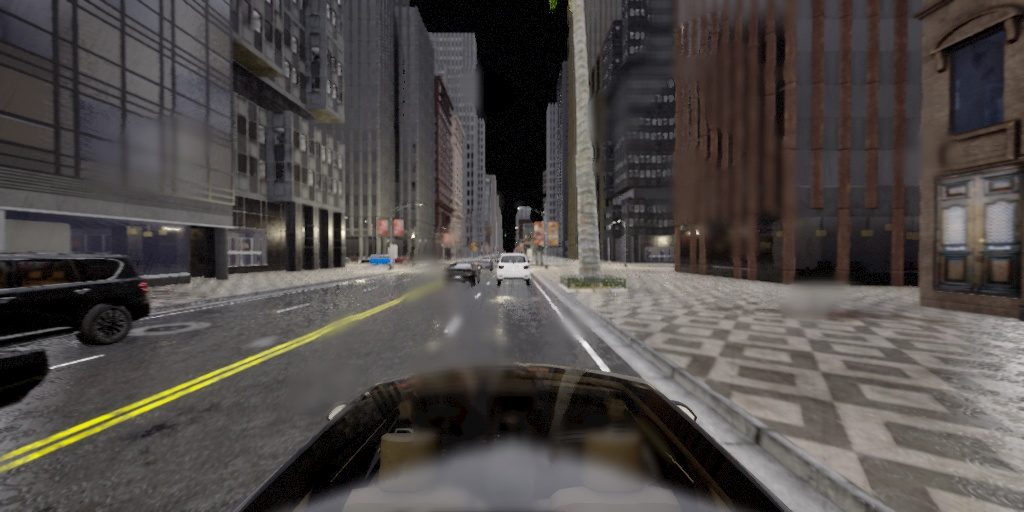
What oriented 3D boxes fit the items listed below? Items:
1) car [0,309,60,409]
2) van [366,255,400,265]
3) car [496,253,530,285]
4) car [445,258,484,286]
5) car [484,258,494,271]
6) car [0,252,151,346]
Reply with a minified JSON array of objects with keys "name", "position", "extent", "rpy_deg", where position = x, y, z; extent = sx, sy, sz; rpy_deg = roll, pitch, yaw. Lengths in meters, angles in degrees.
[{"name":"car","position":[-6.599,1.350,2.094],"extent":[1.895,1.301,4.718],"rpy_deg":[0,0,0]},{"name":"van","position":[-20.699,0.694,57.524],"extent":[3.998,1.789,1.690],"rpy_deg":[0,0,0]},{"name":"car","position":[0.096,0.844,24.852],"extent":[2.150,2.045,5.566],"rpy_deg":[0,0,0]},{"name":"car","position":[-3.154,1.107,23.599],"extent":[1.882,1.535,5.008],"rpy_deg":[0,0,0]},{"name":"car","position":[-3.159,1.024,42.957],"extent":[2.128,1.511,4.902],"rpy_deg":[0,0,0]},{"name":"car","position":[-9.851,0.948,6.331],"extent":[2.150,2.045,5.566],"rpy_deg":[0,0,0]}]
